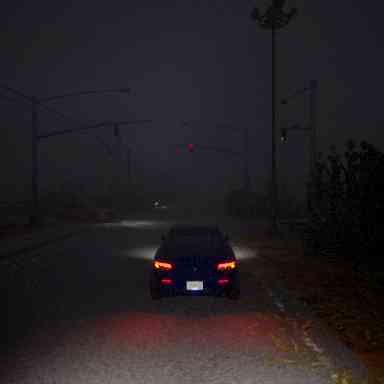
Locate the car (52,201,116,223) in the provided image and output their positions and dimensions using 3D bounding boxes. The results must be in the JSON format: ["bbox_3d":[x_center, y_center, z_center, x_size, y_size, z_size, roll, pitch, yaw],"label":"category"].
[{"bbox_3d":[-8.142,1.461,25.095,5.008,1.535,1.882,1,0,19],"label":"car"}]

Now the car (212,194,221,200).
[{"bbox_3d":[5.253,1.144,70.588,1.895,1.301,4.718,0,-2,8],"label":"car"}]

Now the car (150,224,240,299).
[{"bbox_3d":[0.073,1.526,8.313,1.812,1.442,4.674,0,0,1],"label":"car"}]
